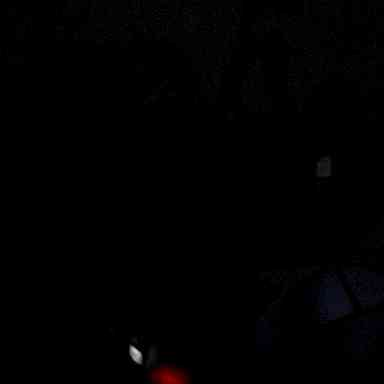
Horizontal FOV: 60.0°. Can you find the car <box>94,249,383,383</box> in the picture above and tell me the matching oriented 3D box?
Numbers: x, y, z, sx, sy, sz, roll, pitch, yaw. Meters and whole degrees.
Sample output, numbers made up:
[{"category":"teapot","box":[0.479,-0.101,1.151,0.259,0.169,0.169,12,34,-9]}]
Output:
[{"category":"car","box":[1.520,1.544,4.523,5.357,1.411,2.033,0,0,-35]}]
